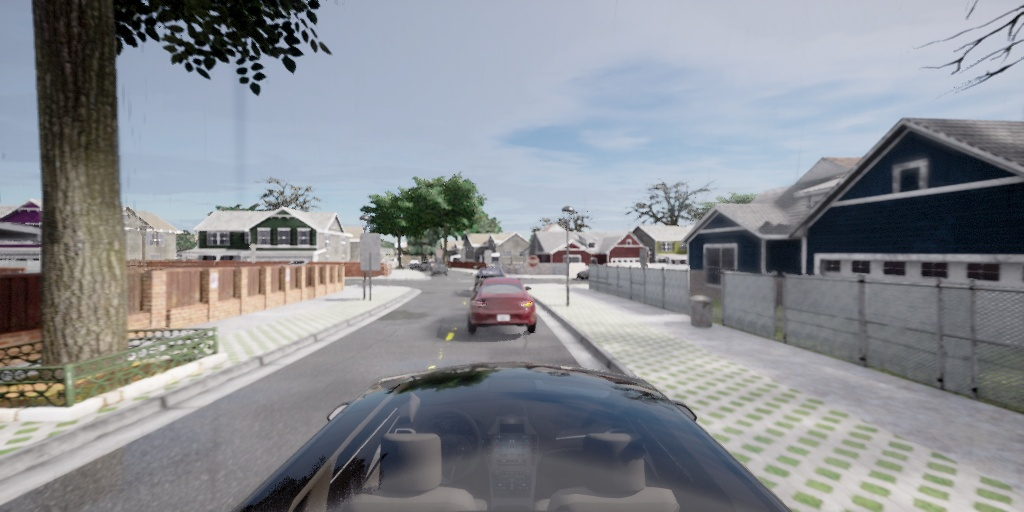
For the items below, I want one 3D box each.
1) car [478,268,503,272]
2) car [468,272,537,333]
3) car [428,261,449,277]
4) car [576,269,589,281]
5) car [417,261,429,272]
[{"bbox_3d":[-1.333,1.450,21.577,2.128,1.511,4.902,0,-1,-7],"label":"car"},{"bbox_3d":[-0.345,1.371,10.981,1.812,1.442,4.674,0,-1,-4],"label":"car"},{"bbox_3d":[-8.957,1.736,44.352,1.837,1.490,4.892,0,0,-16],"label":"car"},{"bbox_3d":[8.792,1.710,35.830,4.892,1.490,1.837,0,1,-17],"label":"car"},{"bbox_3d":[-14.438,1.930,60.890,1.837,1.490,4.892,0,-1,-21],"label":"car"}]
